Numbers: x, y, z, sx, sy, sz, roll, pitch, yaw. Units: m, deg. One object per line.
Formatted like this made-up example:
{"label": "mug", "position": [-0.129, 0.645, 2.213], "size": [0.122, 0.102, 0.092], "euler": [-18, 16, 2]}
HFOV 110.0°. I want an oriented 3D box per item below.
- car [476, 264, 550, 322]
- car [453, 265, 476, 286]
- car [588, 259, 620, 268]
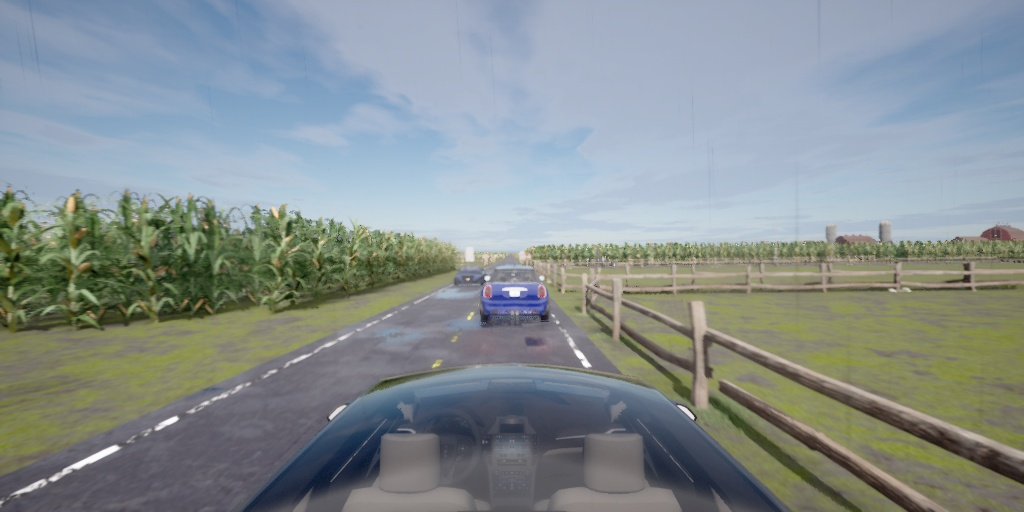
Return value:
{"label": "car", "position": [0.088, 1.106, 12.521], "size": [2.097, 1.767, 4.553], "euler": [0, 0, 0]}
{"label": "car", "position": [-2.855, 1.322, 25.190], "size": [1.994, 1.385, 4.181], "euler": [0, 0, 0]}
{"label": "car", "position": [14.089, 1.133, 55.048], "size": [4.902, 1.511, 2.128], "euler": [-1, 0, -2]}
